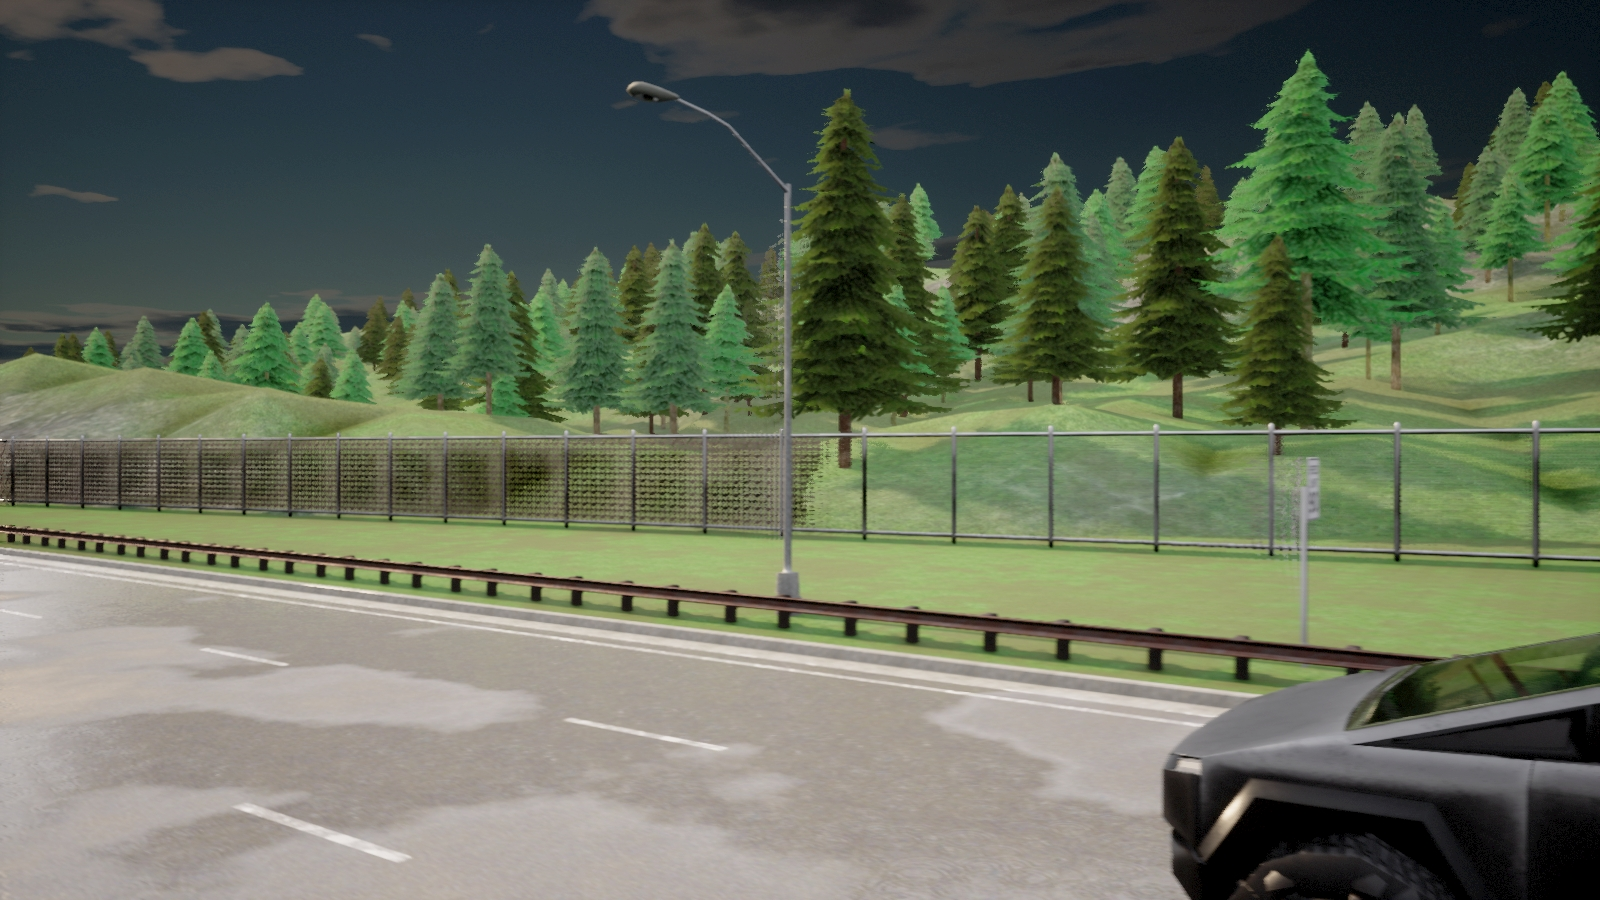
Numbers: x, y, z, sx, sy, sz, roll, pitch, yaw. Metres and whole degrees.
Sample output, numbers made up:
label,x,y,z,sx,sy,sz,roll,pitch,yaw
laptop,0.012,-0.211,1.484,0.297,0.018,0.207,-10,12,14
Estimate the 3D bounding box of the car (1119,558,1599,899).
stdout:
label,x,y,z,sx,sy,sz,roll,pitch,yaw
car,4.774,1.753,4.609,6.274,2.098,2.390,0,0,36
